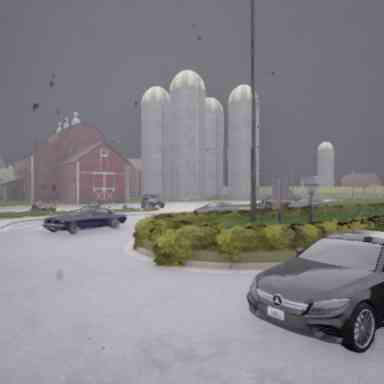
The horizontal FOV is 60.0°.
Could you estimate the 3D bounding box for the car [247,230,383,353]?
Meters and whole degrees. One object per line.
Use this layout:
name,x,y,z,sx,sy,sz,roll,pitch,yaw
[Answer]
car,3.116,1.497,6.208,4.674,1.442,1.812,0,0,-36

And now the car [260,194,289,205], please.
car,14.408,1.256,58.083,2.242,1.667,4.611,0,0,-36

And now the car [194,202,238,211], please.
car,2.068,1.478,26.654,4.181,1.385,1.994,0,0,-35

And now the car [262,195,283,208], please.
car,10.800,1.155,39.132,1.932,1.855,4.605,0,0,-36

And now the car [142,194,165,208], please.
car,-5.219,1.203,43.915,1.905,1.878,3.866,0,0,-36

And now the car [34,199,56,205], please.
car,-15.818,1.459,35.564,1.816,1.474,4.193,0,0,-36

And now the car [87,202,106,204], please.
car,-7.321,1.472,25.831,1.784,1.438,3.905,0,0,-36

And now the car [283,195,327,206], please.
car,11.788,1.363,33.601,4.892,1.490,1.837,0,0,-35

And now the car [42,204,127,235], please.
car,-5.984,1.567,18.984,1.895,1.301,4.718,0,0,33
